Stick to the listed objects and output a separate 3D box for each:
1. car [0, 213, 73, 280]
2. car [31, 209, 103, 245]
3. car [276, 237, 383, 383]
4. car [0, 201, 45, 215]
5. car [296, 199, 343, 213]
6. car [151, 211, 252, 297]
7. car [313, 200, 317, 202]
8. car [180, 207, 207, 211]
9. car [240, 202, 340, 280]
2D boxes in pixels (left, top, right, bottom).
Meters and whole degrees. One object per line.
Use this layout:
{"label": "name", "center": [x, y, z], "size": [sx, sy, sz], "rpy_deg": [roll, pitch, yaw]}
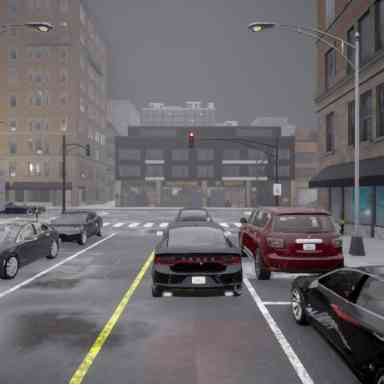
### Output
{"label": "car", "center": [-5.400, 1.550, 9.831], "size": [2.008, 1.369, 4.403], "rpy_deg": [0, 0, 0]}
{"label": "car", "center": [-5.406, 1.565, 15.493], "size": [1.947, 1.339, 4.313], "rpy_deg": [0, 0, 0]}
{"label": "car", "center": [2.631, 1.566, 4.178], "size": [1.947, 1.339, 4.313], "rpy_deg": [0, 0, 0]}
{"label": "car", "center": [-16.201, 1.529, 30.979], "size": [4.718, 1.301, 1.895], "rpy_deg": [0, 0, 0]}
{"label": "car", "center": [14.443, 1.605, 37.836], "size": [4.674, 1.442, 1.812], "rpy_deg": [0, 0, 0]}
{"label": "car", "center": [0.064, 1.477, 8.624], "size": [1.882, 1.535, 5.008], "rpy_deg": [0, 0, -1]}
{"label": "car", "center": [15.258, 1.305, 34.610], "size": [5.566, 2.045, 2.150], "rpy_deg": [0, 0, 0]}
{"label": "car", "center": [0.062, 1.504, 16.162], "size": [1.837, 1.490, 4.892], "rpy_deg": [0, 0, 0]}
{"label": "car", "center": [2.625, 1.314, 9.840], "size": [2.192, 1.841, 5.009], "rpy_deg": [0, 0, 0]}
